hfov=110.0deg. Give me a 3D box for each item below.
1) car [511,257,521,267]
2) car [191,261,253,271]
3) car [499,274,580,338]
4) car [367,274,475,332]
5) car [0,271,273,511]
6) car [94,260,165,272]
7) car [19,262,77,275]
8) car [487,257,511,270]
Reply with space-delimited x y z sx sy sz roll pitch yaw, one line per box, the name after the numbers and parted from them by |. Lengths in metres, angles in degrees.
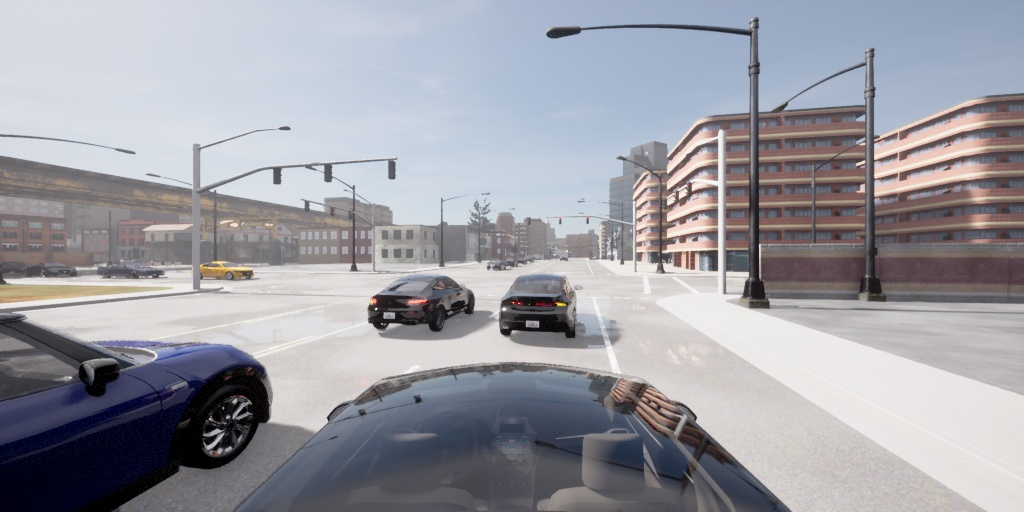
-0.245 0.957 57.338 1.882 1.535 5.008 0 1 11 | car
-24.605 1.228 30.554 5.008 1.535 1.882 0 0 10 | car
0.907 1.255 10.284 1.837 1.490 4.892 0 0 11 | car
-2.539 1.276 10.924 1.812 1.442 4.674 0 0 11 | car
-3.858 1.102 2.146 2.097 1.767 4.553 0 0 6 | car
-34.263 1.297 32.185 5.357 1.411 2.033 0 0 9 | car
-43.983 1.314 34.216 4.181 1.385 1.994 0 0 15 | car
-2.042 1.106 48.061 2.128 1.511 4.902 0 1 11 | car
